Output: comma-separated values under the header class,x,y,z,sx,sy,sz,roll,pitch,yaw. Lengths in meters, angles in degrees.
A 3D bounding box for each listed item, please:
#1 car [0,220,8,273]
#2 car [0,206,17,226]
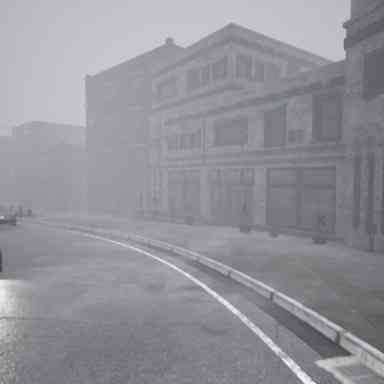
class,x,y,z,sx,sy,sz,roll,pitch,yaw
car,-6.959,1.646,9.998,1.994,1.385,4.181,-1,0,-35
car,-13.970,1.683,23.440,1.994,1.385,4.181,-2,1,-44
